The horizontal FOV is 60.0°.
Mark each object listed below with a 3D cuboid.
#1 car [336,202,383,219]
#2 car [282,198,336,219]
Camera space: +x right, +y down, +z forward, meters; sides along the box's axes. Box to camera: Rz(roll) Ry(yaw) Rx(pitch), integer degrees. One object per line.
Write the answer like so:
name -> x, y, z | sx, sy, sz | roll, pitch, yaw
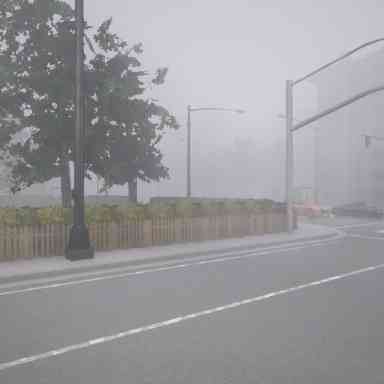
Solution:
car -> 14.444, 1.564, 29.413 | 1.994, 1.385, 4.181 | 0, 0, -35
car -> 9.849, 1.352, 29.547 | 2.097, 1.767, 4.553 | 0, 0, -35
